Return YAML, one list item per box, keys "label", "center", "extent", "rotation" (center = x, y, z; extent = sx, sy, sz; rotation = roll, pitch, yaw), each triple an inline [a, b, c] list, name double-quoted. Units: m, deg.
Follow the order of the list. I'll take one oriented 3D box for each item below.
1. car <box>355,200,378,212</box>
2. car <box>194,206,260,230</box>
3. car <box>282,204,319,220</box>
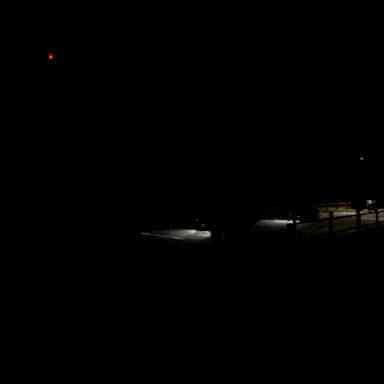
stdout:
- label: "car"
  center: [23.359, 1.839, 44.499]
  extent: [2.128, 1.511, 4.902]
  rotation: [0, -1, 44]
- label: "car"
  center: [2.507, 1.676, 22.381]
  extent: [2.033, 1.411, 5.357]
  rotation: [0, -1, 43]
- label: "car"
  center: [9.902, 1.767, 30.253]
  extent: [1.994, 1.385, 4.181]
  rotation: [0, -1, 43]
